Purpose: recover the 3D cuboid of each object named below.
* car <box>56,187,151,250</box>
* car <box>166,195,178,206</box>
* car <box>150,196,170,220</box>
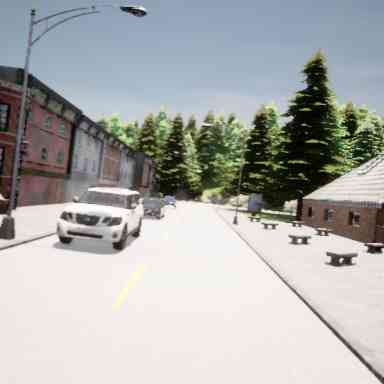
[{"bbox_3d":[-3.289,0.863,13.150,2.150,2.045,5.566,7,0,0],"label":"car"},{"bbox_3d":[-2.734,1.167,40.866,1.812,1.442,4.674,7,0,1],"label":"car"},{"bbox_3d":[-3.112,1.196,25.653,1.837,1.490,4.892,7,0,1],"label":"car"}]
